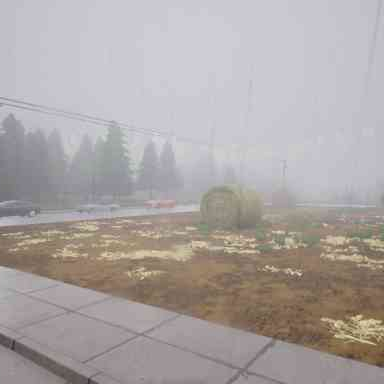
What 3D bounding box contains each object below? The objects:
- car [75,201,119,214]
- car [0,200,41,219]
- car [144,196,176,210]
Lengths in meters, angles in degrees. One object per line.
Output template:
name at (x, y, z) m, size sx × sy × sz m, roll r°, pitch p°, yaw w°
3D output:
car at (-10.370, 1.628, 36.557) m, size 1.895 × 1.301 × 4.718 m, roll 0°, pitch 0°, yaw 37°
car at (-15.847, 1.531, 29.164) m, size 1.837 × 1.490 × 4.892 m, roll 0°, pitch 0°, yaw 37°
car at (-4.281, 1.379, 44.753) m, size 2.097 × 1.767 × 4.553 m, roll 0°, pitch 0°, yaw 37°
